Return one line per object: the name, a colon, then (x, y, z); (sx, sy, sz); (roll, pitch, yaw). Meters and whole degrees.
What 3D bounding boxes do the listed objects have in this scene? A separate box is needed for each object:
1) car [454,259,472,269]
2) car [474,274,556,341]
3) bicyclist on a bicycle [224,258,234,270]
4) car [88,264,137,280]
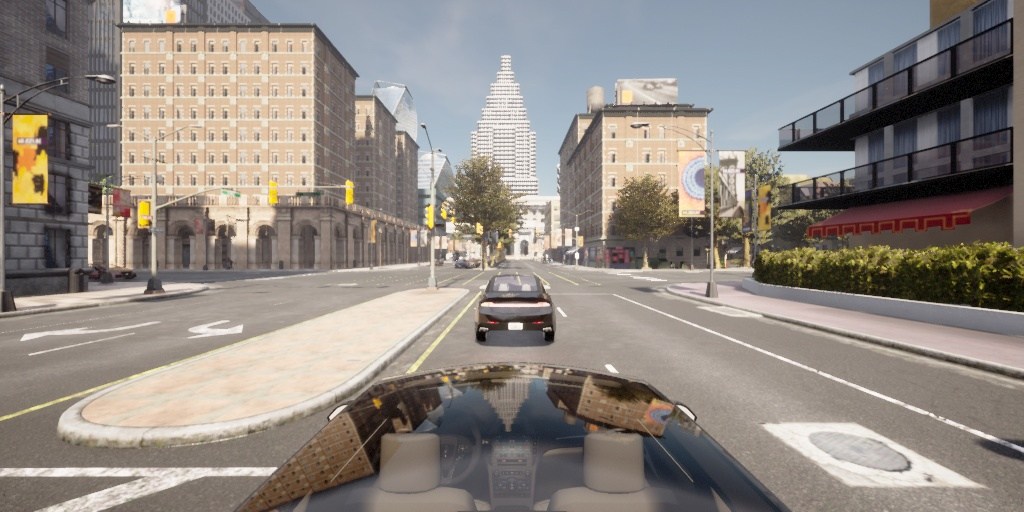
car: (-8.000, 1.274, 57.312); (1.812, 1.442, 4.674); (0, 0, 0)
car: (0.083, 1.241, 9.836); (2.128, 1.511, 4.902); (0, 0, 0)
bicyclist on a bicycle: (-37.237, 1.049, 47.246); (0.582, 1.620, 1.656); (0, 0, 0)
car: (-33.463, 1.313, 29.294); (4.181, 1.385, 1.994); (0, 0, 0)
